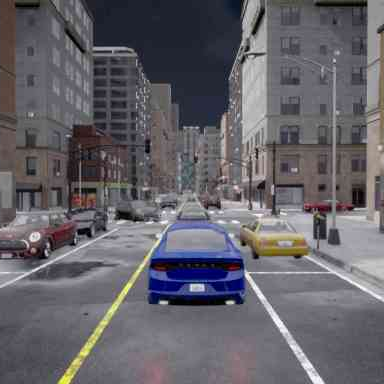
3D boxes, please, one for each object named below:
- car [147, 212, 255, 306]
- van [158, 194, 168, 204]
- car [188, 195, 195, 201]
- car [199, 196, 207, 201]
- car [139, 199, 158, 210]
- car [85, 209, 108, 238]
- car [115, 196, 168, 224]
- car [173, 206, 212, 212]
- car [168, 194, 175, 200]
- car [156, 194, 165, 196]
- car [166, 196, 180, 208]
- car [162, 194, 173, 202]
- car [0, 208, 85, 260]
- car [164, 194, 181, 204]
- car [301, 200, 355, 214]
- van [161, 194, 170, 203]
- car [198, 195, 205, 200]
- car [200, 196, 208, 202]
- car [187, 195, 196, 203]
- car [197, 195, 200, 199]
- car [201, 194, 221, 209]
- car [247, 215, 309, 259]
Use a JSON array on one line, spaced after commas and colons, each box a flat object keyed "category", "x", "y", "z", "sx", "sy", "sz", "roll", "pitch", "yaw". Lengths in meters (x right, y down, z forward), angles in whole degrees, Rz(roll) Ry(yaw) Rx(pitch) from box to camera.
[{"category": "car", "x": 0.084, "y": 1.477, "z": 8.135, "sx": 1.882, "sy": 1.535, "sz": 5.008, "roll": 0, "pitch": 0, "yaw": 0}, {"category": "van", "x": -5.785, "y": 1.394, "z": 66.929, "sx": 1.690, "sy": 1.788, "sz": 3.998, "roll": -1, "pitch": 0, "yaw": 0}, {"category": "car", "x": -0.134, "y": 1.531, "z": 84.480, "sx": 1.895, "sy": 1.301, "sz": 4.718, "roll": 0, "pitch": 0, "yaw": 0}, {"category": "car", "x": 2.726, "y": 1.628, "z": 83.699, "sx": 1.947, "sy": 1.339, "sz": 4.313, "roll": -1, "pitch": 0, "yaw": 0}, {"category": "car", "x": -5.748, "y": 1.598, "z": 44.585, "sx": 1.947, "sy": 1.339, "sz": 4.313, "roll": -1, "pitch": 0, "yaw": 0}, {"category": "car", "x": -5.705, "y": 1.569, "z": 17.712, "sx": 1.947, "sy": 1.339, "sz": 4.313, "roll": -1, "pitch": 0, "yaw": 0}, {"category": "car", "x": -4.118, "y": 1.374, "z": 25.177, "sx": 2.097, "sy": 1.767, "sz": 4.553, "roll": 0, "pitch": 0, "yaw": -35}, {"category": "car", "x": 0.073, "y": 1.604, "z": 17.498, "sx": 1.895, "sy": 1.301, "sz": 4.718, "roll": 0, "pitch": 0, "yaw": 0}, {"category": "car", "x": -5.828, "y": 1.506, "z": 94.857, "sx": 1.967, "sy": 1.590, "sz": 4.097, "roll": -1, "pitch": 0, "yaw": 0}, {"category": "car", "x": -5.765, "y": 1.569, "z": 55.587, "sx": 1.752, "sy": 1.417, "sz": 4.829, "roll": -1, "pitch": 0, "yaw": 0}, {"category": "car", "x": -3.167, "y": 1.581, "z": 45.331, "sx": 2.033, "sy": 1.411, "sz": 5.357, "roll": 0, "pitch": 0, "yaw": 0}, {"category": "car", "x": -5.803, "y": 1.374, "z": 78.101, "sx": 2.192, "sy": 1.841, "sz": 5.009, "roll": -1, "pitch": 0, "yaw": 0}, {"category": "car", "x": -5.697, "y": 1.441, "z": 12.215, "sx": 1.967, "sy": 1.590, "sz": 4.097, "roll": -1, "pitch": 0, "yaw": 0}, {"category": "car", "x": -3.175, "y": 1.548, "z": 55.229, "sx": 1.837, "sy": 1.490, "sz": 4.892, "roll": 0, "pitch": 0, "yaw": 0}, {"category": "car", "x": 13.307, "y": 1.456, "z": 32.857, "sx": 4.718, "sy": 1.301, "sz": 1.895, "roll": -1, "pitch": 1, "yaw": -1}, {"category": "van", "x": -5.794, "y": 1.397, "z": 72.515, "sx": 1.690, "sy": 1.788, "sz": 3.998, "roll": -1, "pitch": 0, "yaw": 0}, {"category": "car", "x": 2.711, "y": 1.617, "z": 94.871, "sx": 2.008, "sy": 1.369, "sz": 4.403, "roll": -1, "pitch": 0, "yaw": 0}, {"category": "car", "x": 2.733, "y": 1.585, "z": 78.284, "sx": 1.752, "sy": 1.417, "sz": 4.829, "roll": -1, "pitch": 0, "yaw": 0}, {"category": "car", "x": -0.117, "y": 1.574, "z": 74.028, "sx": 2.128, "sy": 1.511, "sz": 4.902, "roll": 0, "pitch": 0, "yaw": 0}, {"category": "car", "x": 2.746, "y": 1.368, "z": 66.942, "sx": 2.192, "sy": 1.841, "sz": 5.009, "roll": -1, "pitch": 0, "yaw": 0}, {"category": "car", "x": 2.775, "y": 1.347, "z": 44.598, "sx": 2.192, "sy": 1.841, "sz": 5.009, "roll": -1, "pitch": 0, "yaw": 0}, {"category": "car", "x": 2.828, "y": 1.526, "z": 12.400, "sx": 1.752, "sy": 1.417, "sz": 4.829, "roll": -1, "pitch": 0, "yaw": 0}]
